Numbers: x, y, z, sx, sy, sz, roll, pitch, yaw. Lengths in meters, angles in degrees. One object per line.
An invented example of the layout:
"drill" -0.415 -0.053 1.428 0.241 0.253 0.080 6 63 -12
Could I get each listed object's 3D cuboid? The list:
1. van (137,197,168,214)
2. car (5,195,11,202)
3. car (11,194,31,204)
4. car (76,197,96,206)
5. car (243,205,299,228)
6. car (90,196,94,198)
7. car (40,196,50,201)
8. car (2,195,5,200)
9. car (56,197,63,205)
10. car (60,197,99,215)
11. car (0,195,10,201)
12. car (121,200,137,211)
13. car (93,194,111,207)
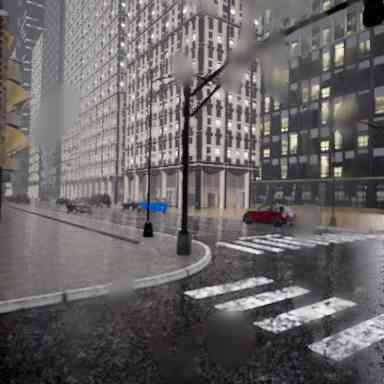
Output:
"van" -4.299 1.481 37.562 1.690 1.788 3.998 2 -1 -35
"car" -37.276 1.450 69.576 1.947 1.339 4.313 2 -1 -35
"car" -30.736 1.209 60.364 2.192 1.841 5.009 2 -1 -35
"car" -18.714 1.627 58.672 1.837 1.490 4.892 2 -1 -35
"car" 5.501 1.604 23.738 1.967 1.590 4.097 2 -1 -35
"car" -17.522 1.600 51.714 2.033 1.411 5.357 2 -1 -35
"car" -36.977 1.670 83.637 1.802 1.307 4.206 2 -1 -35
"car" -40.542 1.432 74.184 2.008 1.369 4.403 2 -1 -35
"car" -22.814 1.607 59.178 1.994 1.385 4.181 2 -1 -35
"car" -11.138 1.480 32.714 2.008 1.369 4.403 2 -1 -35
"car" -46.981 1.419 83.263 1.752 1.417 4.829 2 -1 -35
"car" -7.571 1.683 42.167 2.008 1.369 4.403 2 -1 -35
"car" -14.709 1.357 52.967 2.150 2.045 5.566 2 -1 -35
